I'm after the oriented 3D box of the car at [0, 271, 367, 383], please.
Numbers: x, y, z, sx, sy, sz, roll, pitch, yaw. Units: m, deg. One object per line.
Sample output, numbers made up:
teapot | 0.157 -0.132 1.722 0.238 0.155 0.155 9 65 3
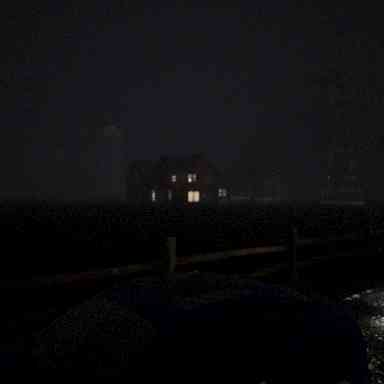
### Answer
car | -0.288 1.536 2.860 4.674 1.442 1.812 0 0 -36
